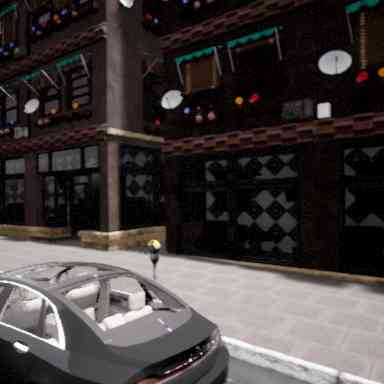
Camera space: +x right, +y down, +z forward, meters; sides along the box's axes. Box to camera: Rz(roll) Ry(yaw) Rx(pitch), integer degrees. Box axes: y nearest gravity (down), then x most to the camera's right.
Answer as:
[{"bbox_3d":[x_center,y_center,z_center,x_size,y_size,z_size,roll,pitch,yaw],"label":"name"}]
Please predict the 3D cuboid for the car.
[{"bbox_3d":[-1.696,1.522,3.943,4.403,1.369,2.008,1,-1,35],"label":"car"}]
